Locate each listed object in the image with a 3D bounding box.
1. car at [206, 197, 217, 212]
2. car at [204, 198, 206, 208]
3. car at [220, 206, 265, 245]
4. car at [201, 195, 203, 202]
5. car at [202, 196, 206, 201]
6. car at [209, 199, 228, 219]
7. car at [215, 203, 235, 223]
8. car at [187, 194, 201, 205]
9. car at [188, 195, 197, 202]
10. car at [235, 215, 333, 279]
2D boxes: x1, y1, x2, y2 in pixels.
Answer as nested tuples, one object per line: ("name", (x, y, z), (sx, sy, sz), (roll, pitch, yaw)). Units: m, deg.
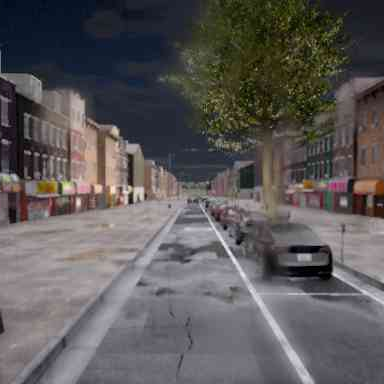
("car", (2.685, 1.472, 32.058), (1.967, 1.590, 4.097), (-1, 0, 0))
("car", (2.699, 1.592, 37.603), (2.008, 1.369, 4.403), (-1, 0, 0))
("car", (2.653, 1.563, 15.421), (2.008, 1.369, 4.403), (-1, 0, 0))
("car", (2.779, 1.682, 76.423), (2.008, 1.369, 4.403), (-1, 0, 0))
("car", (2.847, 1.539, 47.611), (1.882, 1.535, 5.008), (0, 0, 0))
("car", (2.676, 1.568, 26.513), (1.887, 1.381, 4.507), (-1, 0, 0))
("car", (2.665, 1.599, 20.967), (1.802, 1.307, 4.206), (-1, 0, 0))
("car", (0.146, 1.458, 62.823), (2.097, 1.767, 4.553), (0, 0, 0))
("car", (0.154, 1.461, 74.526), (1.882, 1.535, 5.008), (0, 0, 0))
("car", (2.642, 1.574, 9.875), (1.947, 1.339, 4.313), (-1, 0, 0))
